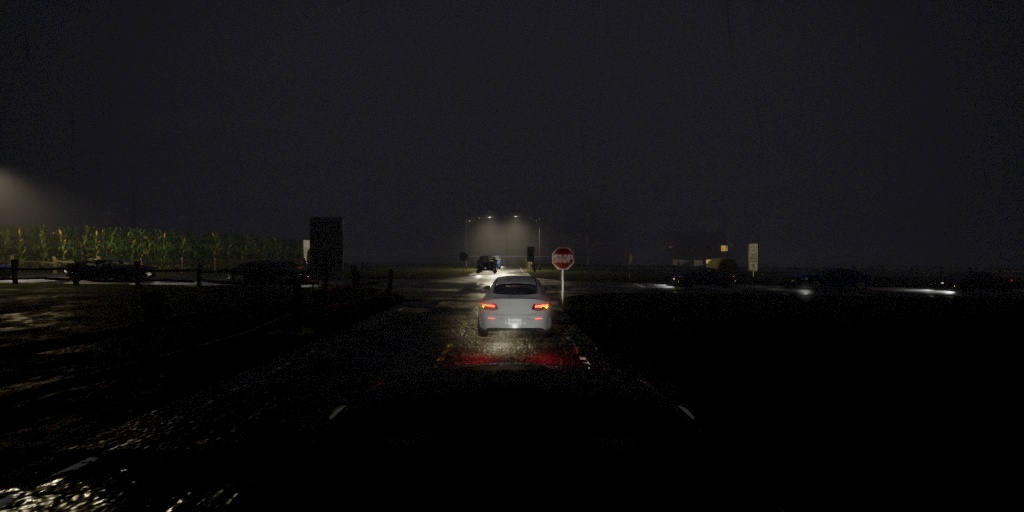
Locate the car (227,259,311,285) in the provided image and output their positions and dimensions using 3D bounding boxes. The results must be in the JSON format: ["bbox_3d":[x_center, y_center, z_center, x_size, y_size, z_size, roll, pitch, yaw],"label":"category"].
[{"bbox_3d":[-15.708,1.064,23.436,4.892,1.490,1.837,0,1,0],"label":"car"}]

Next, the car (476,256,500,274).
[{"bbox_3d":[-2.832,0.960,41.181,2.150,2.045,5.566,0,0,0],"label":"car"}]

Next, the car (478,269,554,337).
[{"bbox_3d":[0.132,1.273,10.127,1.812,1.442,4.674,0,0,2],"label":"car"}]

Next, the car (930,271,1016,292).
[{"bbox_3d":[32.611,1.777,25.473,4.181,1.385,1.994,1,1,1],"label":"car"}]

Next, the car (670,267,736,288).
[{"bbox_3d":[13.660,1.495,25.807,4.181,1.385,1.994,1,1,1],"label":"car"}]

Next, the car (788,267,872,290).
[{"bbox_3d":[22.650,1.540,25.653,5.008,1.535,1.882,1,1,1],"label":"car"}]

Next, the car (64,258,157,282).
[{"bbox_3d":[-26.247,0.902,23.569,4.902,1.511,2.128,1,1,1],"label":"car"}]

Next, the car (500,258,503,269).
[{"bbox_3d":[-2.829,0.958,54.995,2.150,2.045,5.566,0,0,0],"label":"car"}]

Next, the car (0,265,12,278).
[{"bbox_3d":[-36.305,0.869,23.754,4.718,1.301,1.895,1,1,1],"label":"car"}]
